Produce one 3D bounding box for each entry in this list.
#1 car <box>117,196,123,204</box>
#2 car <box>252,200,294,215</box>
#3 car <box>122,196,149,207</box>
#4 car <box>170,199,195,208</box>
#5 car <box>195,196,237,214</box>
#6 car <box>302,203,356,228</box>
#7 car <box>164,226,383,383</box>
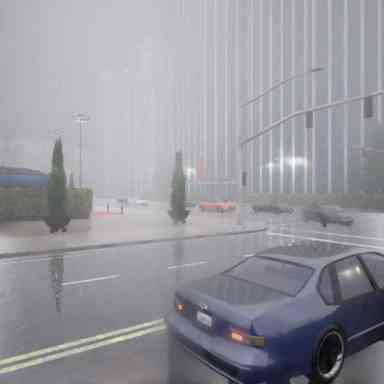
[{"bbox_3d":[-12.268,1.473,61.786,1.882,1.535,5.008,0,0,-36],"label":"car"},{"bbox_3d":[8.082,1.519,33.564,1.812,1.442,4.674,0,0,-36],"label":"car"},{"bbox_3d":[-8.285,1.520,50.199,1.812,1.442,4.674,0,0,-36],"label":"car"},{"bbox_3d":[-1.236,1.557,46.413,1.994,1.385,4.181,0,0,-36],"label":"car"},{"bbox_3d":[2.740,1.347,34.960,2.097,1.767,4.553,0,0,-36],"label":"car"},{"bbox_3d":[9.091,1.502,22.470,1.837,1.490,4.892,2,-1,-4],"label":"car"},{"bbox_3d":[2.203,1.546,5.375,5.357,1.411,2.033,0,0,-35],"label":"car"}]
